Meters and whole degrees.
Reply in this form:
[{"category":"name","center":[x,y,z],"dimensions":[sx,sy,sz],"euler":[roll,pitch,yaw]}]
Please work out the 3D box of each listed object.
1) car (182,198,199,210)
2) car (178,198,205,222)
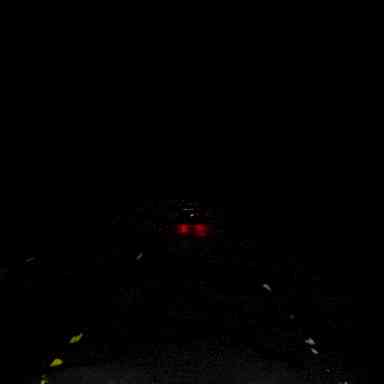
[{"category":"car","center":[-0.218,1.452,41.172],"dimensions":[1.994,1.385,4.181],"euler":[0,0,-1]},{"category":"car","center":[-0.027,1.391,25.184],"dimensions":[2.128,1.511,4.902],"euler":[0,0,0]}]
